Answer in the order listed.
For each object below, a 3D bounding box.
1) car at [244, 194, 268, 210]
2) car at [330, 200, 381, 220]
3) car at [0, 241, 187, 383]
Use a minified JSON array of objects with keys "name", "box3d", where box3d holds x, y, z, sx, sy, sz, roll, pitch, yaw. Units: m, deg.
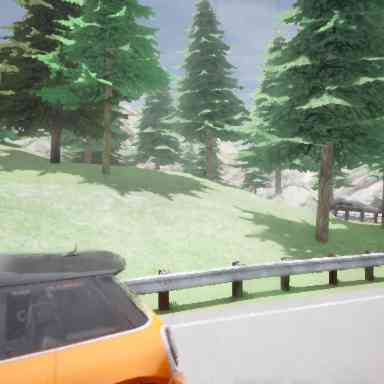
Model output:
[{"name":"car","box3d":[8.349,1.238,44.047,2.150,2.045,5.566,0,0,-28]},{"name":"car","box3d":[13.999,1.520,28.954,1.837,1.490,4.892,0,0,-20]},{"name":"car","box3d":[-2.349,1.352,2.472,4.553,1.767,2.097,0,0,-28]}]
